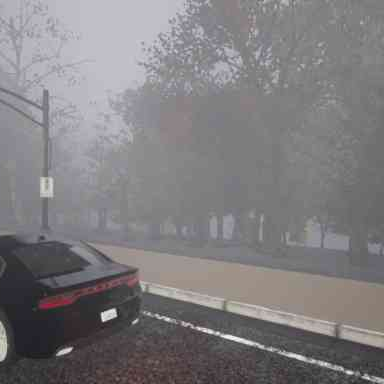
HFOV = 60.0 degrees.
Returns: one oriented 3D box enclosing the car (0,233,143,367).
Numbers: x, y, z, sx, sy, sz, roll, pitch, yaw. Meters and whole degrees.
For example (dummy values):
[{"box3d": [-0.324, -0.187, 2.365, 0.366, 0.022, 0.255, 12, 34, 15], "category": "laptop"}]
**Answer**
[{"box3d": [-3.086, 1.477, 5.881, 5.008, 1.535, 1.882, 0, 0, 37], "category": "car"}]
